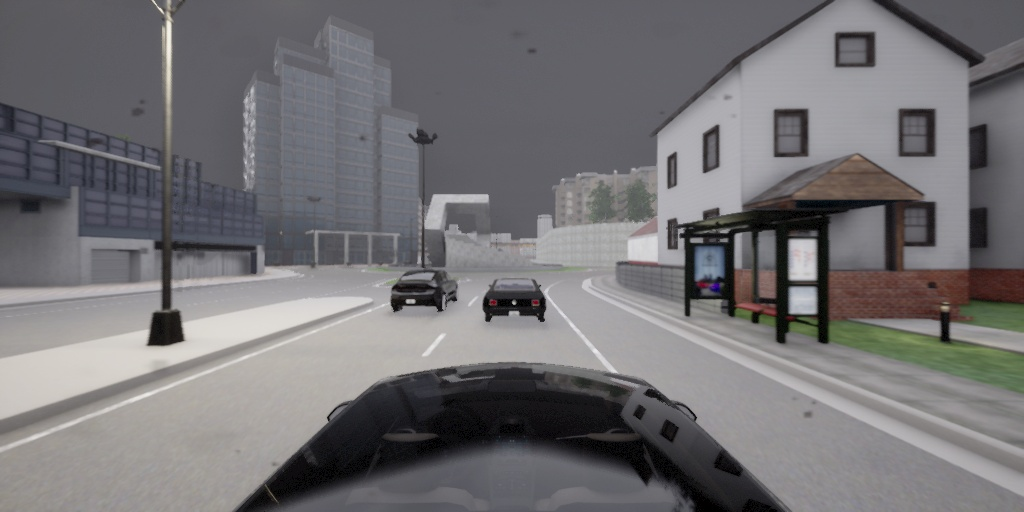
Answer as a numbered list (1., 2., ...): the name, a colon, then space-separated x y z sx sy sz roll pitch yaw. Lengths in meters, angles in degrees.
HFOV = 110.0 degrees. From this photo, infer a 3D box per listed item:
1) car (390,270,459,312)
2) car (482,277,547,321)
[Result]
1. car: -3.347 1.285 14.451 1.837 1.490 4.892 0 0 1
2. car: 0.107 1.377 12.513 1.895 1.301 4.718 0 0 1
